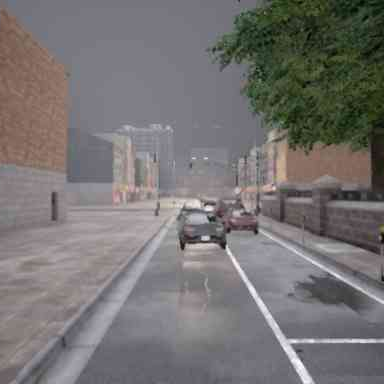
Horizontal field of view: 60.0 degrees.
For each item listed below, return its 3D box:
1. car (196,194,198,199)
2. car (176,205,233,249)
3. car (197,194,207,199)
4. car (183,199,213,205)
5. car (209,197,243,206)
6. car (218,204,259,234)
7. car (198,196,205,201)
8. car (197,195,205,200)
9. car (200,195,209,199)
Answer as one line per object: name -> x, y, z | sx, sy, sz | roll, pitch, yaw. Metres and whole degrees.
car -> 2.592, 1.327, 72.265 | 2.192, 1.841, 5.009 | 1, 0, 0
car -> 0.311, 1.506, 14.305 | 1.812, 1.442, 4.674 | 0, 0, -5
car -> 2.594, 1.547, 66.827 | 1.887, 1.381, 4.507 | 1, 0, 0
car -> 0.061, 1.465, 22.973 | 2.128, 1.511, 4.902 | 0, 0, 0
car -> 2.631, 1.289, 24.085 | 2.192, 1.841, 5.009 | 1, 0, 0
car -> 2.632, 1.558, 18.636 | 1.802, 1.307, 4.206 | 1, 0, 0
car -> 2.577, 1.632, 88.577 | 1.802, 1.307, 4.206 | 0, 0, 0
car -> 2.573, 1.616, 94.014 | 2.008, 1.369, 4.403 | 0, 0, 0
car -> 2.607, 1.525, 50.515 | 1.887, 1.381, 4.507 | 1, 0, 0
